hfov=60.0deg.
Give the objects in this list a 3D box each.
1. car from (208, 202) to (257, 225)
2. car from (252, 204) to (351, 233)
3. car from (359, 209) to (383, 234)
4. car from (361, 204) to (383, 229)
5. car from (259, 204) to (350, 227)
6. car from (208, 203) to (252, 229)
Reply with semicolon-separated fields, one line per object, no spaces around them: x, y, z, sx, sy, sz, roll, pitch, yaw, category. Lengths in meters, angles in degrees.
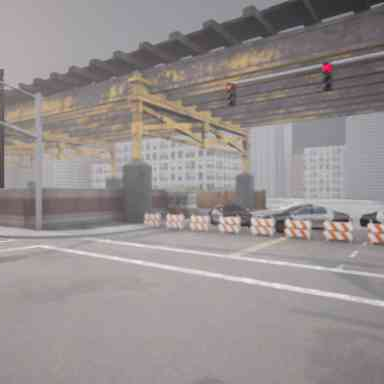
2.496;1.323;21.723;1.853;1.218;4.536;0;0;-11;car
6.260;1.468;18.999;4.974;1.542;2.038;0;0;-1;car
11.084;1.455;16.519;2.038;1.542;4.974;0;0;-26;car
11.061;1.297;16.566;1.853;1.218;4.536;0;0;-26;car
6.312;1.311;19.001;4.536;1.218;1.853;0;0;-1;car
2.506;1.480;21.672;2.038;1.542;4.974;0;0;-11;car
